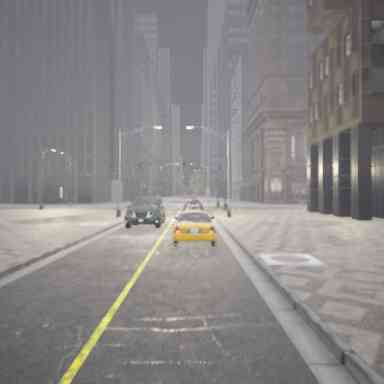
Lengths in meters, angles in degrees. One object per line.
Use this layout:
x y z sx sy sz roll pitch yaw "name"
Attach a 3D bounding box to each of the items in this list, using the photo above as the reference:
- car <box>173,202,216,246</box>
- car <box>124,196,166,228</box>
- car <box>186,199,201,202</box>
0.103 1.456 15.222 1.801 1.575 5.366 0 0 0 "car"
-2.997 1.311 22.275 2.150 2.045 5.566 0 0 0 "car"
0.107 1.457 30.444 2.033 1.649 4.856 0 0 0 "car"
